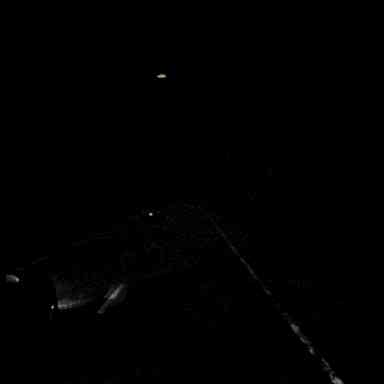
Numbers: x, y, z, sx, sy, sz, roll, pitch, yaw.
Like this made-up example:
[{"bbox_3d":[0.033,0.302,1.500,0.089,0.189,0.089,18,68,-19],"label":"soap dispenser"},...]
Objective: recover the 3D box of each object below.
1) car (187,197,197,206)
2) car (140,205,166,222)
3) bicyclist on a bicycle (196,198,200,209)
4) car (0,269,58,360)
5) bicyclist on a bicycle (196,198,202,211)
[{"bbox_3d":[0.002,2.210,68.842,1.994,1.385,4.181,0,-1,0],"label":"car"},{"bbox_3d":[-3.399,1.845,29.581,1.994,1.385,4.181,0,-1,0],"label":"car"},{"bbox_3d":[0.966,1.877,53.383,0.659,1.776,1.843,0,0,0],"label":"bicyclist on a bicycle"},{"bbox_3d":[-3.401,1.606,4.323,1.994,1.385,4.181,0,-1,0],"label":"car"},{"bbox_3d":[0.939,1.858,44.454,0.866,1.612,1.509,0,-1,0],"label":"bicyclist on a bicycle"}]
